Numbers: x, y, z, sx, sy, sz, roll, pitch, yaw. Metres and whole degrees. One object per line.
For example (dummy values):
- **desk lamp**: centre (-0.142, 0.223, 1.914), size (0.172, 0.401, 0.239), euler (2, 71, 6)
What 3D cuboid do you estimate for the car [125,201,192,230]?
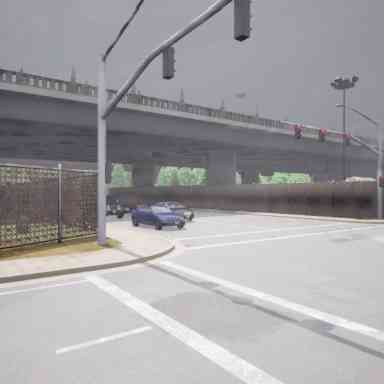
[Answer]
- **car**: centre (-2.330, 1.581, 21.677), size (1.812, 1.442, 4.674), euler (0, 0, -38)

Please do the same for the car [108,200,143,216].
- **car**: centre (-6.903, 1.619, 34.068), size (1.994, 1.385, 4.181), euler (0, 0, -36)

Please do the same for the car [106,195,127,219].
- **car**: centre (-7.988, 1.277, 29.557), size (2.150, 2.045, 5.566), euler (0, 0, -36)

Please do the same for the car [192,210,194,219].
- **car**: centre (-1.729, 1.547, 26.817), size (2.128, 1.511, 4.902), euler (0, 0, -36)
